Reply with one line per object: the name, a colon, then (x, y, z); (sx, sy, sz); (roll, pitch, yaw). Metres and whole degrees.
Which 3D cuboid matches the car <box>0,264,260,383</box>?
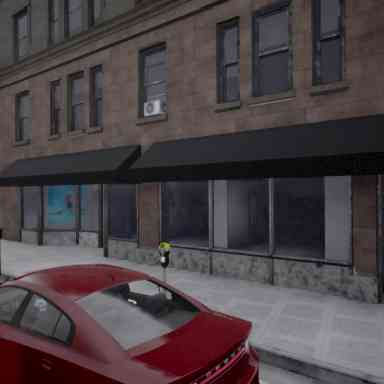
car: (-1.468, 1.545, 3.893); (4.507, 1.381, 1.887); (0, 0, 35)
